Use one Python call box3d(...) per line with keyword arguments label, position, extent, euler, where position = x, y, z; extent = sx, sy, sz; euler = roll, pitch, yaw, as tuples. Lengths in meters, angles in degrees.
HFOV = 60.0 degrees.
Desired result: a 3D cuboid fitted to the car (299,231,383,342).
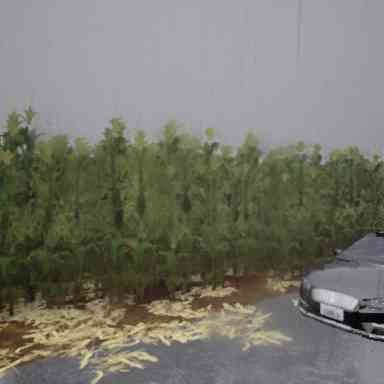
box3d(label="car", position=(4.091, 1.549, 6.435), extent=(4.902, 1.511, 2.128), euler=(0, 0, -36))
